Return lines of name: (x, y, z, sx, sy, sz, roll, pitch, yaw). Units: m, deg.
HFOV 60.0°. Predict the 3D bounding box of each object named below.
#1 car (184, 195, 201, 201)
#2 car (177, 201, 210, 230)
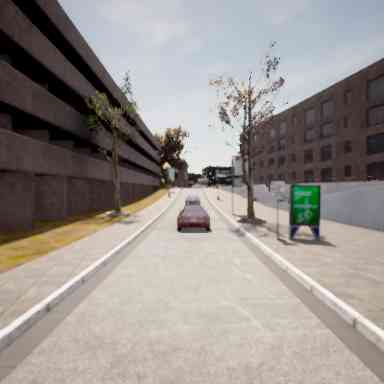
car: (0.093, 1.055, 39.027, 2.033, 1.411, 5.357, 0, 2, 0)
car: (0.096, 1.519, 20.861, 1.994, 1.385, 4.181, 0, 1, 0)
